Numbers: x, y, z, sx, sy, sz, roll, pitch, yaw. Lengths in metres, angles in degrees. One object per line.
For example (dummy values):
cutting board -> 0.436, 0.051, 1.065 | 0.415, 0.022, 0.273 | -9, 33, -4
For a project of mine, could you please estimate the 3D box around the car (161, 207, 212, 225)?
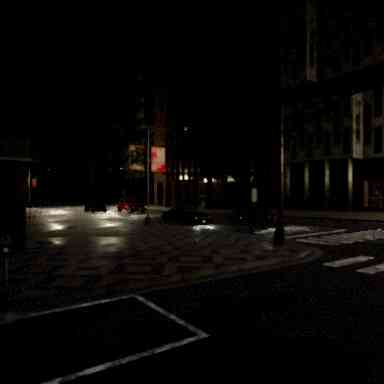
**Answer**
car -> -0.598, 1.941, 28.088 | 2.033, 1.411, 5.357 | 0, -1, -36

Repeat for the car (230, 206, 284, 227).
car -> 4.953, 1.850, 25.909 | 1.812, 1.442, 4.674 | 0, -1, -36

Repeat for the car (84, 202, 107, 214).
car -> -13.373, 2.169, 46.058 | 1.882, 1.535, 5.008 | 0, -1, -35

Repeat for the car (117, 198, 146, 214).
car -> -8.130, 1.850, 44.263 | 2.150, 2.045, 5.566 | 0, -1, -35
